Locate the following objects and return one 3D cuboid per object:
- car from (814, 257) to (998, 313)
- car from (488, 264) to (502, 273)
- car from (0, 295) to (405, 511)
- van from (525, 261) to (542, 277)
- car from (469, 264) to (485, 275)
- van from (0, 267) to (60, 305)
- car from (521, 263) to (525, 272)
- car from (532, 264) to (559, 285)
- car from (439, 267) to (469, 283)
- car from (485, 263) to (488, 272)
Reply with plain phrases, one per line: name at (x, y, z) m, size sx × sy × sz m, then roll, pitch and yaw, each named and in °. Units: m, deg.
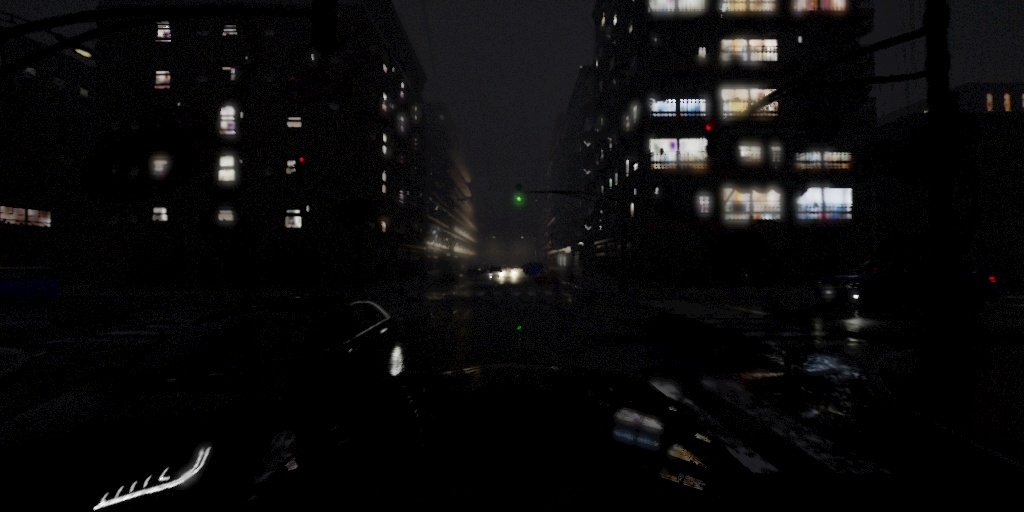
car at (15.362, 1.080, 14.206) m, size 5.566 × 2.045 × 2.150 m, roll 0°, pitch -1°, yaw 2°
car at (-2.495, 1.901, 55.848) m, size 1.895 × 1.301 × 4.718 m, roll 0°, pitch -1°, yaw 0°
car at (-2.731, 1.298, 4.296) m, size 1.837 × 1.490 × 4.892 m, roll 0°, pitch -1°, yaw 0°
van at (2.796, 1.578, 43.073) m, size 1.690 × 1.789 × 3.998 m, roll 0°, pitch 0°, yaw 0°
car at (-5.092, 1.899, 48.704) m, size 1.802 × 1.307 × 4.207 m, roll 0°, pitch 0°, yaw 0°
van at (-24.728, 1.398, 17.460) m, size 3.998 × 1.789 × 1.690 m, roll 0°, pitch 0°, yaw 1°
car at (2.789, 1.622, 48.726) m, size 2.192 × 1.841 × 5.009 m, roll 0°, pitch 0°, yaw 0°
car at (2.830, 1.591, 29.240) m, size 1.751 × 1.417 × 4.829 m, roll 0°, pitch 0°, yaw 0°
car at (-5.299, 1.659, 31.733) m, size 2.007 × 1.370 × 4.403 m, roll 0°, pitch 0°, yaw 0°
car at (-5.067, 1.913, 54.191) m, size 1.751 × 1.417 × 4.829 m, roll 0°, pitch 0°, yaw 0°
